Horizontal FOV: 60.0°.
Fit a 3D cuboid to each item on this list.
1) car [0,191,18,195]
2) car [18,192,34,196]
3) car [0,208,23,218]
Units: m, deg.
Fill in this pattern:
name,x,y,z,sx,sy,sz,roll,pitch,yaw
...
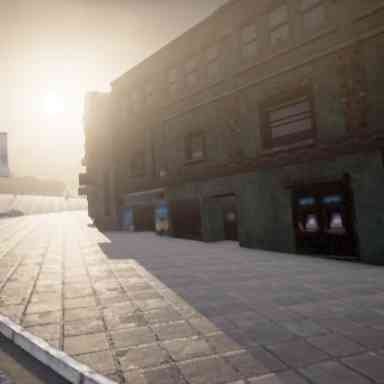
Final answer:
name,x,y,z,sx,sy,sz,roll,pitch,yaw
car,-44.749,0.460,79.212,2.163,1.488,4.792,-5,-4,14
car,-43.454,0.732,84.571,2.002,1.452,4.674,-5,-4,13
car,-27.115,3.101,49.627,1.994,1.385,4.181,-4,-1,4
